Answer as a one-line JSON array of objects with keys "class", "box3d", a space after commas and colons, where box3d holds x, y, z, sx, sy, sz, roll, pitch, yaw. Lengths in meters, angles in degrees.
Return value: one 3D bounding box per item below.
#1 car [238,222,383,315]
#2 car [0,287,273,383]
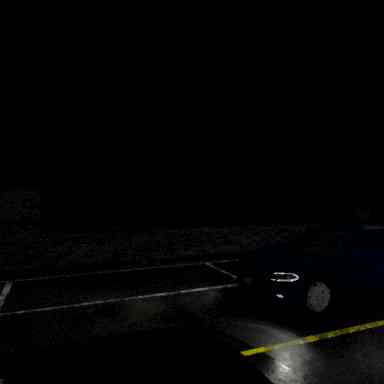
[{"class": "car", "box3d": [3.410, 1.475, 7.508, 5.008, 1.535, 1.882, 0, 0, -23]}, {"class": "car", "box3d": [-1.554, 1.600, 1.902, 4.718, 1.301, 1.895, 0, 0, -23]}]
